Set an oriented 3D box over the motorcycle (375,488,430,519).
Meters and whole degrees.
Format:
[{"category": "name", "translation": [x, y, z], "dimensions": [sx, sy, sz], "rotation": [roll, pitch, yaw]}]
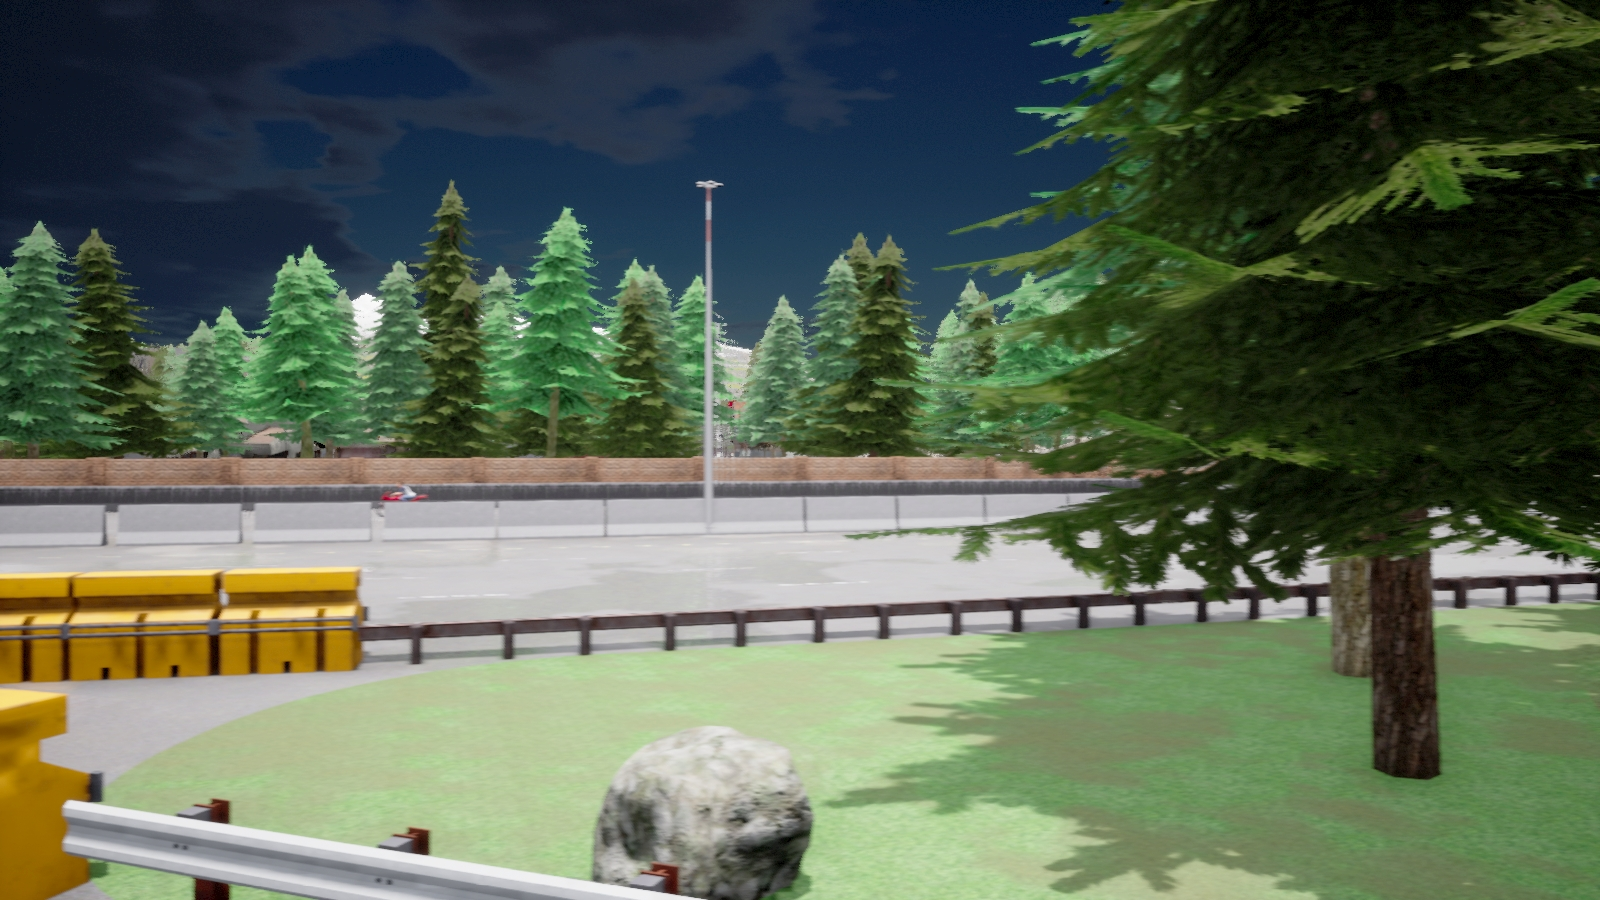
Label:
[{"category": "motorcycle", "translation": [-16.186, 2.174, 46.569], "dimensions": [2.033, 1.217, 0.803], "rotation": [0, -2, -14]}]
